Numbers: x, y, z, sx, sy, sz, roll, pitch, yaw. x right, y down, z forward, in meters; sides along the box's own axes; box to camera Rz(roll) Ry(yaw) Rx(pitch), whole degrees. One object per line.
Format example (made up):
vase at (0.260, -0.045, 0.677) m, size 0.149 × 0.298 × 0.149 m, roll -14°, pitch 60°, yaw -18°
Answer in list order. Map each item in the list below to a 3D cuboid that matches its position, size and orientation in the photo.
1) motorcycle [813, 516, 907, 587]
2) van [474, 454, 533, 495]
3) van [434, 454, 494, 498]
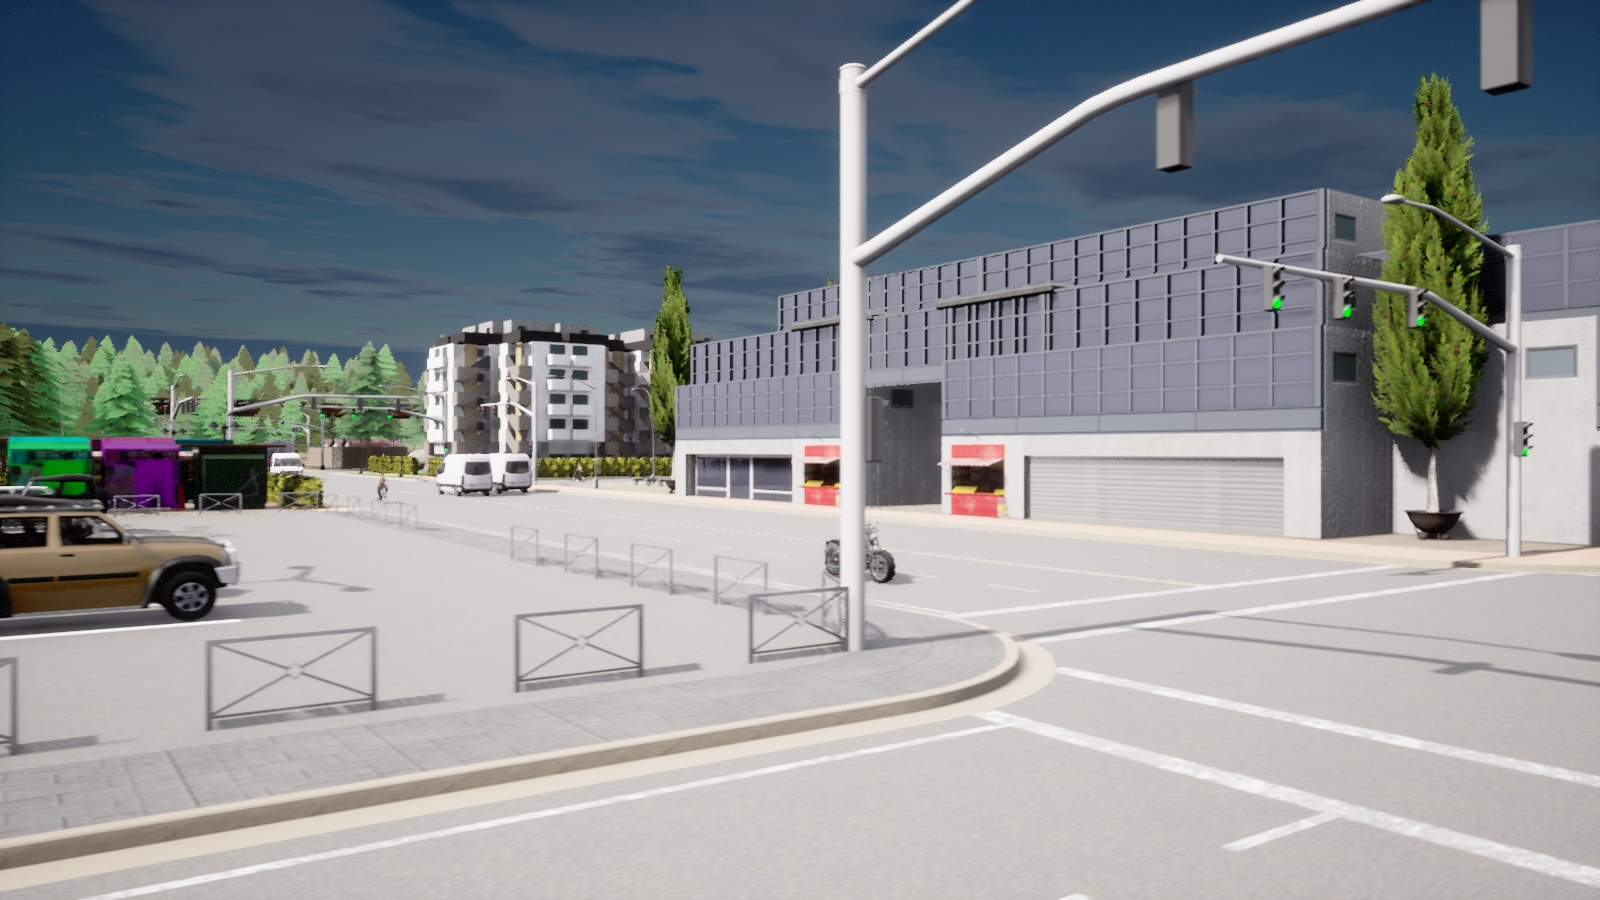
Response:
motorcycle at (1.271, 2.159, 24.674) m, size 0.764 × 1.307 × 2.356 m, roll 0°, pitch 0°, yaw -34°
van at (-19.643, 1.543, 75.470) m, size 1.988 × 2.561 × 5.915 m, roll 0°, pitch 0°, yaw -33°
van at (-20.950, 1.542, 71.063) m, size 1.988 × 2.561 × 5.915 m, roll 0°, pitch 0°, yaw -33°
